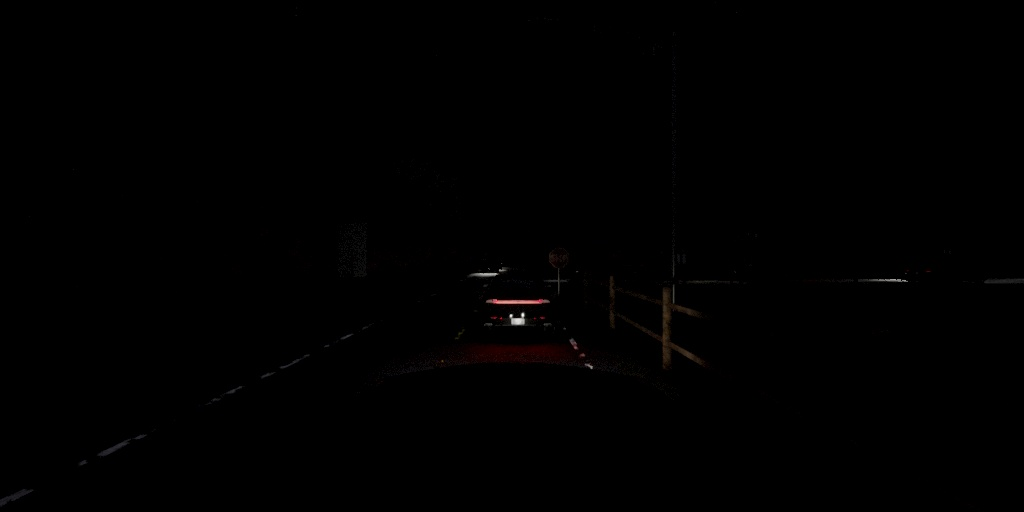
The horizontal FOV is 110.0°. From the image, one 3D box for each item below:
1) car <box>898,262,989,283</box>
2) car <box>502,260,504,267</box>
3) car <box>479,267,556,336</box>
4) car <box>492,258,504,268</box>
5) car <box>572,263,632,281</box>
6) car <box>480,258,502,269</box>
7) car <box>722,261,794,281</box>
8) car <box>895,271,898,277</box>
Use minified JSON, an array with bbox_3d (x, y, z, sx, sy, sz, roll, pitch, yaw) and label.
[{"bbox_3d":[30.294,1.161,25.065,4.181,1.385,1.994,0,0,-1],"label":"car"},{"bbox_3d":[-2.510,1.273,52.821,1.994,1.385,4.181,0,0,1],"label":"car"},{"bbox_3d":[0.148,1.240,10.377,2.128,1.511,4.902,0,0,0],"label":"car"},{"bbox_3d":[-2.393,1.193,62.951,1.837,1.490,4.892,0,0,1],"label":"car"},{"bbox_3d":[7.094,1.249,28.460,4.674,1.442,1.812,0,0,10],"label":"car"},{"bbox_3d":[-2.591,1.289,42.840,1.994,1.385,4.181,0,0,1],"label":"car"},{"bbox_3d":[19.053,1.145,27.891,5.008,1.535,1.882,0,0,-1],"label":"car"},{"bbox_3d":[32.752,1.172,28.049,4.181,1.385,1.994,0,0,-1],"label":"car"}]
